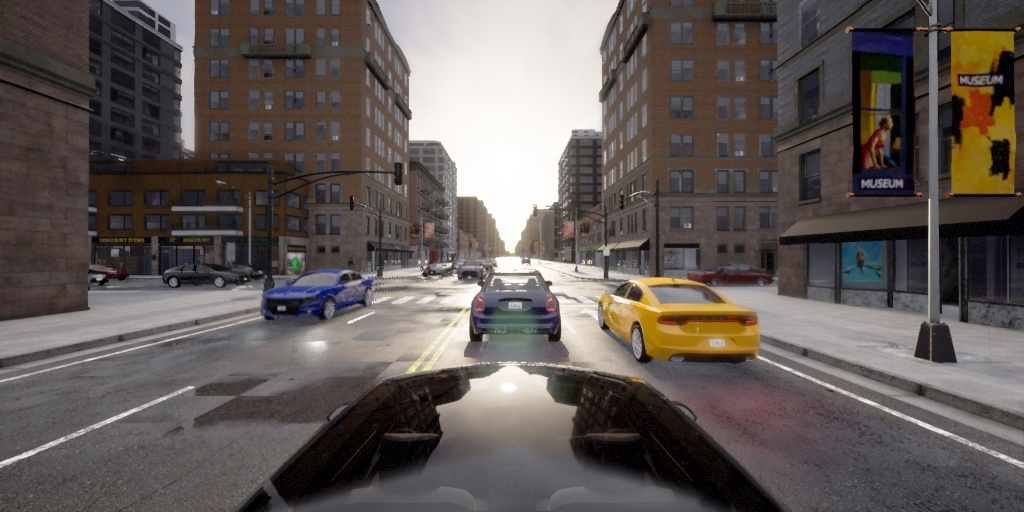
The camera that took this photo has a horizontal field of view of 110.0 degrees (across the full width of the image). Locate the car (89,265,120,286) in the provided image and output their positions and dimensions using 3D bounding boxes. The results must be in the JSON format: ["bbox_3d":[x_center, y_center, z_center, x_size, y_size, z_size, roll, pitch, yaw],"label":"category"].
[{"bbox_3d":[-29.105,1.232,23.182,4.902,1.511,2.128,0,0,0],"label":"car"}]

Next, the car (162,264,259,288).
[{"bbox_3d":[-19.617,1.248,23.148,4.892,1.490,1.837,0,0,0],"label":"car"}]

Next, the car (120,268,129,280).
[{"bbox_3d":[-33.189,1.344,28.681,4.207,1.307,1.802,0,0,0],"label":"car"}]

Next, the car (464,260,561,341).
[{"bbox_3d":[0.077,1.102,9.977,2.097,1.767,4.553,0,0,0],"label":"car"}]

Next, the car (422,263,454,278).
[{"bbox_3d":[-6.958,1.315,33.850,1.994,1.385,4.181,0,0,5],"label":"car"}]

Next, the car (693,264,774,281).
[{"bbox_3d":[14.198,1.376,23.361,4.718,1.301,1.895,0,0,0],"label":"car"}]

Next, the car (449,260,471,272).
[{"bbox_3d":[-6.666,1.239,46.848,2.128,1.511,4.902,0,0,0],"label":"car"}]

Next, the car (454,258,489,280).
[{"bbox_3d":[-3.399,1.107,30.803,2.097,1.767,4.553,0,0,0],"label":"car"}]

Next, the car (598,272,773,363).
[{"bbox_3d":[3.315,1.228,8.175,1.882,1.535,5.008,0,0,1],"label":"car"}]

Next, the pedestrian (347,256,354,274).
[{"bbox_3d":[-14.189,0.920,31.491,0.375,1.860,0.375,0,0,0],"label":"pedestrian"}]

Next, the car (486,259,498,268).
[{"bbox_3d":[-3.418,1.249,61.240,1.837,1.490,4.892,0,0,0],"label":"car"}]

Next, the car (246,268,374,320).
[{"bbox_3d":[-6.617,1.228,12.791,1.882,1.535,5.008,0,0,0],"label":"car"}]
